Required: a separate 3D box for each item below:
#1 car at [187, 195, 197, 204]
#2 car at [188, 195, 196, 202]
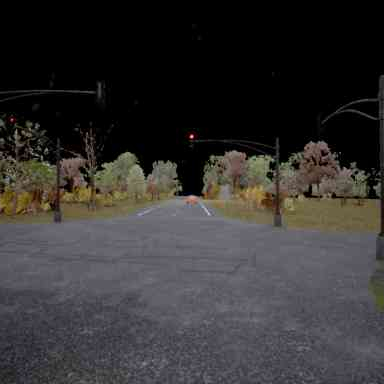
[{"bbox_3d":[0.019,1.424,67.978,2.097,1.767,4.553,0,0,0],"label":"car"},{"bbox_3d":[0.021,1.449,78.014,1.812,1.442,4.674,0,0,0],"label":"car"}]
